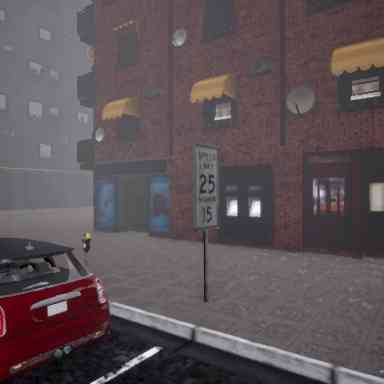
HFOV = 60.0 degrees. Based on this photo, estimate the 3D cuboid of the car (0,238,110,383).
[{"bbox_3d":[-3.215,1.438,5.170,4.097,1.590,1.967,0,0,36],"label":"car"}]
